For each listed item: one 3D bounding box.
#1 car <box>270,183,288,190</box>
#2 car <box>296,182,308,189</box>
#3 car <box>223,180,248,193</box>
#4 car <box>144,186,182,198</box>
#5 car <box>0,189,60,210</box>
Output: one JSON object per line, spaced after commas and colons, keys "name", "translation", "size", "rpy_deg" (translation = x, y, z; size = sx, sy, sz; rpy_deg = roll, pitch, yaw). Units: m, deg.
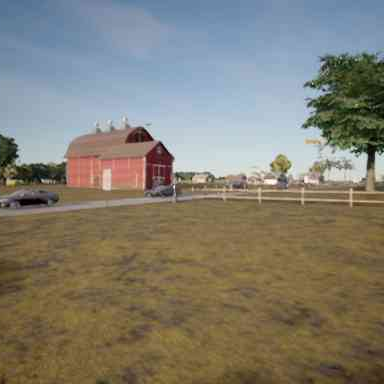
{"name": "car", "translation": [16.401, -1.042, 62.778], "size": [2.033, 1.411, 5.357], "rpy_deg": [1, 2, 35]}
{"name": "car", "translation": [24.884, -1.531, 74.849], "size": [1.837, 1.490, 4.892], "rpy_deg": [1, 2, 35]}
{"name": "car", "translation": [7.153, -0.914, 54.704], "size": [2.150, 2.045, 5.566], "rpy_deg": [1, 3, 35]}
{"name": "car", "translation": [-3.390, -0.060, 40.085], "size": [2.033, 1.411, 5.357], "rpy_deg": [1, 3, 35]}
{"name": "car", "translation": [-13.048, 0.496, 26.535], "size": [2.128, 1.511, 4.902], "rpy_deg": [1, 3, 35]}
